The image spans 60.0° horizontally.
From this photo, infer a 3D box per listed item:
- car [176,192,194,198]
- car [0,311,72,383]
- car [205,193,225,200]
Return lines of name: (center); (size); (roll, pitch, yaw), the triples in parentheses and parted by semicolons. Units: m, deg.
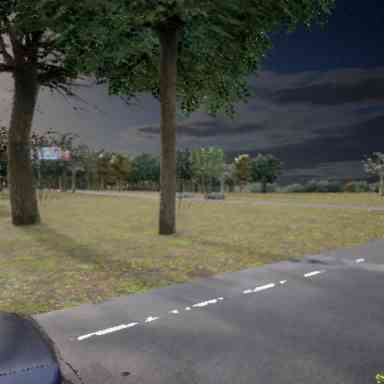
car: (-1.709, 0.679, 73.864); (1.895, 1.301, 4.718); (2, 0, -38)
car: (-3.383, 1.560, 1.571); (5.357, 1.411, 2.033); (0, 0, -39)
car: (4.519, 0.876, 66.002); (2.128, 1.511, 4.902); (2, 0, -38)
